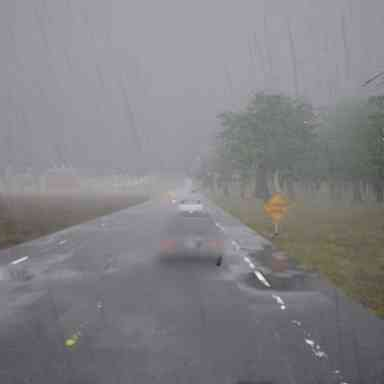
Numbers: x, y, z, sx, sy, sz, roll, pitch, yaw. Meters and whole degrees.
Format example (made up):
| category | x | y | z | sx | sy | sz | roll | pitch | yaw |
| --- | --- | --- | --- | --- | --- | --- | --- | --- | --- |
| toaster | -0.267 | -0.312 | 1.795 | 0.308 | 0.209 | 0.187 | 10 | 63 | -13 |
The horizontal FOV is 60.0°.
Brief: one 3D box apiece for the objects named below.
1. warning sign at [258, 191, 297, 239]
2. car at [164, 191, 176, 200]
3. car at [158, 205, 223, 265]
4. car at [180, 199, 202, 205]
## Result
| category | x | y | z | sx | sy | sz | roll | pitch | yaw |
| --- | --- | --- | --- | --- | --- | --- | --- | --- | --- |
| warning sign | 3.514 | 0.924 | 13.797 | 1.300 | 1.860 | 1.060 | 1 | 2 | 0 |
| car | -3.809 | 0.593 | 57.509 | 1.882 | 1.535 | 5.008 | 0 | 1 | 0 |
| car | -0.023 | 1.395 | 11.031 | 2.033 | 1.411 | 5.357 | 0 | 1 | 0 |
| car | -0.078 | 1.208 | 27.586 | 1.895 | 1.301 | 4.718 | 0 | 1 | 0 |
